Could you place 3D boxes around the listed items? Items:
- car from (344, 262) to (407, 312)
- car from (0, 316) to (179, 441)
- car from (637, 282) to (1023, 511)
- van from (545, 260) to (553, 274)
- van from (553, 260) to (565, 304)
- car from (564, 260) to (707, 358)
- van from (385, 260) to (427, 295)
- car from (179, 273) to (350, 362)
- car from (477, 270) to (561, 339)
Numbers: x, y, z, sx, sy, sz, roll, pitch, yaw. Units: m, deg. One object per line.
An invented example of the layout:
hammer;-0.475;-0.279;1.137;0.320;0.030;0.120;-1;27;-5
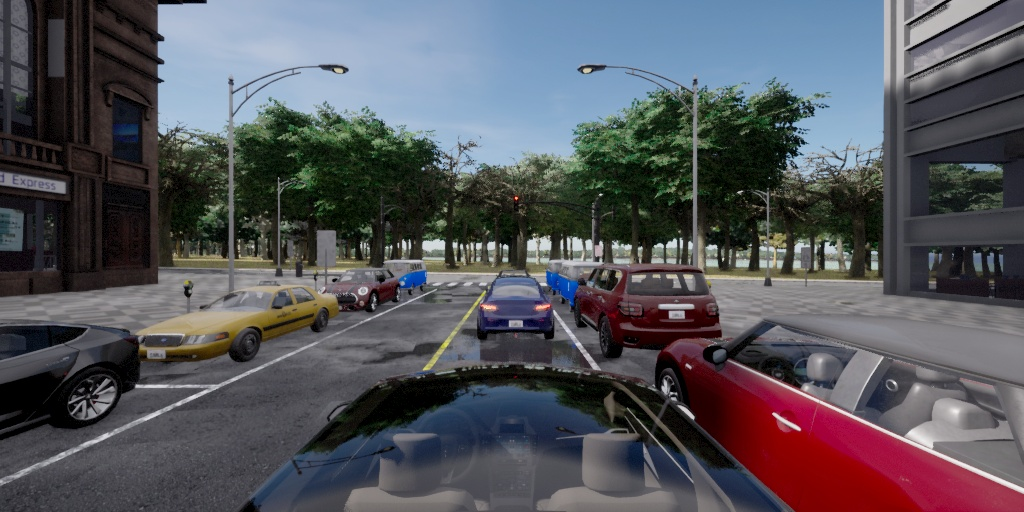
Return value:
car;-5.765;1.190;13.829;1.967;1.591;4.097;0;0;0
car;-5.763;1.316;2.954;1.948;1.339;4.313;0;0;0
car;2.763;1.190;2.956;1.967;1.591;4.097;0;0;0
van;2.759;1.092;19.269;1.690;1.789;3.998;0;0;0
van;2.760;1.091;13.831;1.690;1.789;3.998;0;0;0
car;2.761;1.065;8.394;2.192;1.841;5.009;0;0;0
van;-5.766;1.092;19.267;1.690;1.789;3.998;0;0;0
car;-5.764;1.275;8.222;1.751;1.417;4.829;0;0;0
car;0.097;1.276;9.931;1.812;1.442;4.674;0;0;0
